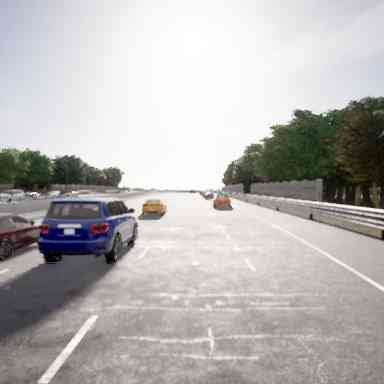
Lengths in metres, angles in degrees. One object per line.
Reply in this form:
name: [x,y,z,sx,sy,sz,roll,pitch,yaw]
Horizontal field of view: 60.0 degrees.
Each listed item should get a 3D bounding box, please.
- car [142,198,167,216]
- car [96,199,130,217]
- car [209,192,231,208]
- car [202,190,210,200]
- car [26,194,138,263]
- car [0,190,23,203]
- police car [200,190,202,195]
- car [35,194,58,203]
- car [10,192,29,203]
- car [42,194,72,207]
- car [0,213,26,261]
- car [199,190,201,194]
car: [-3.376,1.260,30.356,1.882,1.535,5.008,0,1,0]
car: [-6.877,1.357,29.408,1.994,1.385,4.181,0,1,0]
car: [3.630,0.990,41.602,2.097,1.767,4.553,0,1,0]
car: [3.554,0.749,66.554,2.128,1.511,4.902,0,1,0]
car: [-3.391,1.174,11.887,2.150,2.045,5.566,0,0,0]
car: [-28.000,0.722,51.256,2.150,2.045,5.566,0,1,1]
police car: [3.564,0.562,77.568,2.038,1.542,4.974,0,1,0]
car: [-24.487,0.992,56.169,1.994,1.385,4.181,0,1,1]
car: [-21.046,1.104,43.517,2.128,1.511,4.902,0,1,0]
car: [-17.549,1.117,43.515,1.837,1.490,4.892,0,1,0]
car: [-6.890,1.478,11.999,1.812,1.442,4.674,0,0,0]
car: [3.573,0.332,88.583,1.882,1.535,5.008,0,1,0]
